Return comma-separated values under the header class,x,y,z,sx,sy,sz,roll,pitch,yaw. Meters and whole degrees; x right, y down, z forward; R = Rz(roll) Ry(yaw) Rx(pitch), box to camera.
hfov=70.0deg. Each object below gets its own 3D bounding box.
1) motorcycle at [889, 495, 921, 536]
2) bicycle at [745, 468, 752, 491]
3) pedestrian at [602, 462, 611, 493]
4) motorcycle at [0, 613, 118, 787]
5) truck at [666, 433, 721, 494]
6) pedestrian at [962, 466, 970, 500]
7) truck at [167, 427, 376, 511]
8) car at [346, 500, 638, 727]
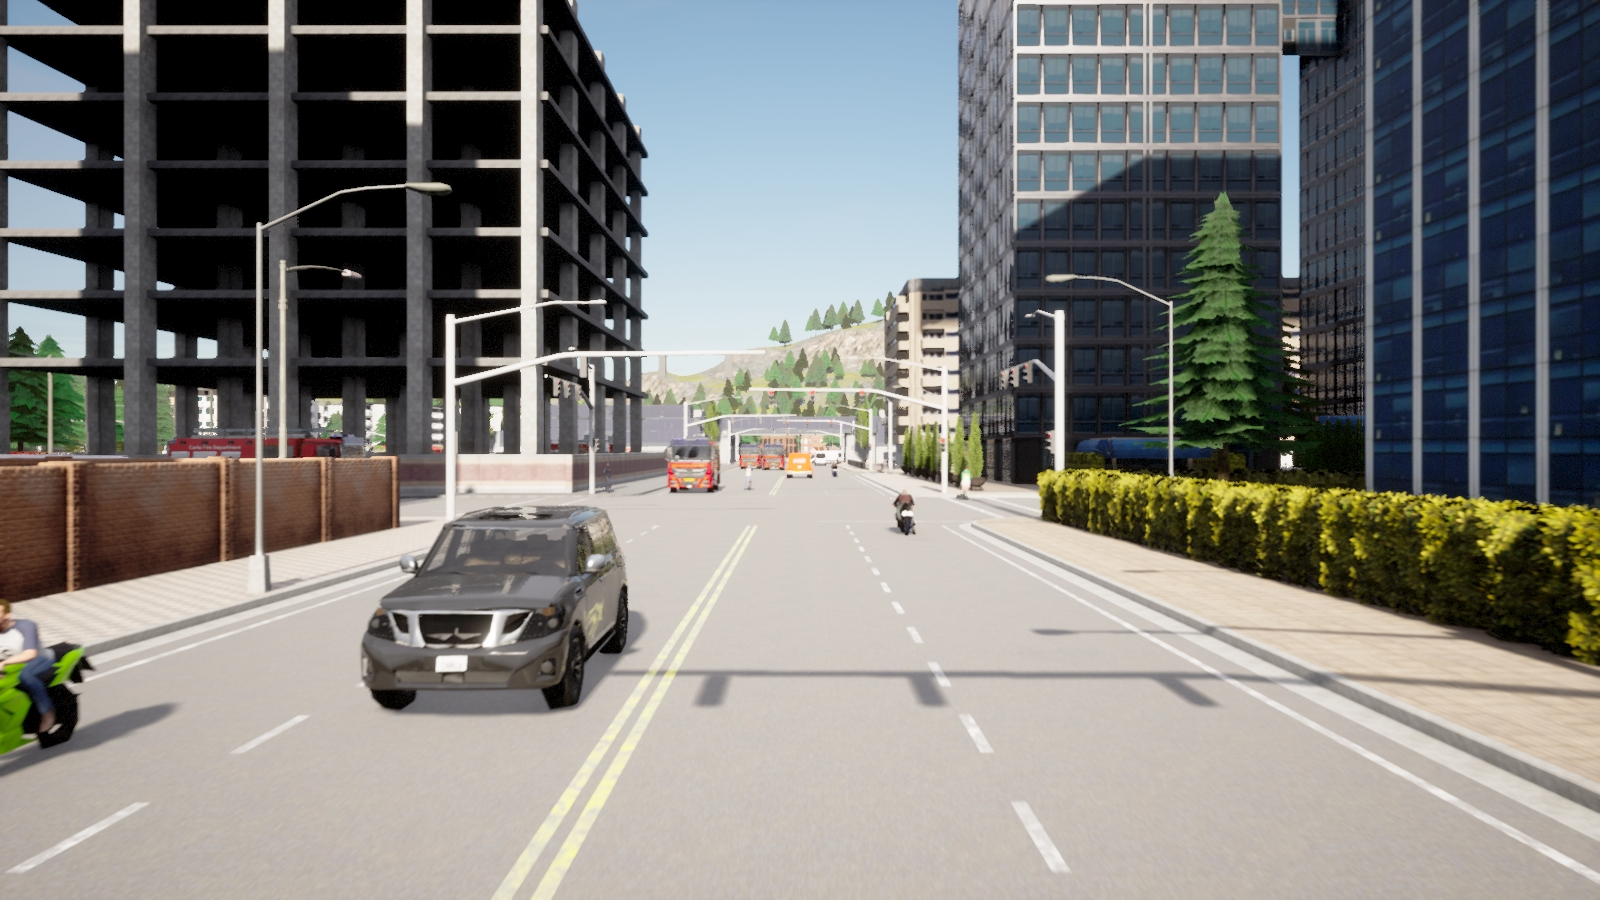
class,x,y,z,sx,sy,sz,roll,pitch,yaw
motorcycle,3.494,2.177,38.169,0.867,1.251,2.209,0,0,0
bicycle,-3.512,2.005,77.996,0.373,1.496,1.643,0,0,0
pedestrian,-11.727,1.656,69.222,0.375,1.860,0.375,0,0,37
motorcycle,-7.002,2.183,10.044,0.803,1.199,2.033,0,0,0
truck,-7.013,0.843,76.255,2.891,3.827,8.468,0,0,0
pedestrian,9.177,1.800,63.117,0.375,1.860,0.375,0,0,1
truck,-24.739,0.869,53.765,8.468,3.827,2.891,0,0,0
car,-3.503,1.771,14.305,2.150,2.045,5.566,0,0,0
